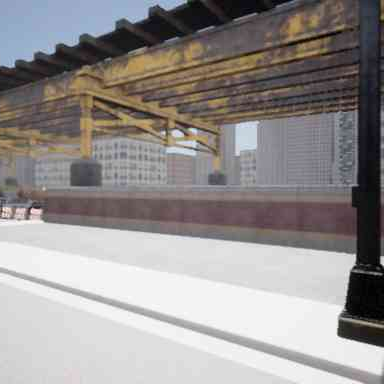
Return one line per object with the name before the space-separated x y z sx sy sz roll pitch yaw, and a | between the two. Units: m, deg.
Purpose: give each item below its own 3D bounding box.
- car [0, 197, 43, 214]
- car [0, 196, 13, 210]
car | -15.804 1.103 30.475 4.536 1.218 1.853 0 0 -1
car | -19.623 1.074 33.193 1.853 1.218 4.536 0 0 -11
